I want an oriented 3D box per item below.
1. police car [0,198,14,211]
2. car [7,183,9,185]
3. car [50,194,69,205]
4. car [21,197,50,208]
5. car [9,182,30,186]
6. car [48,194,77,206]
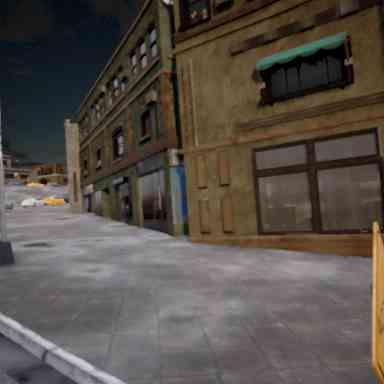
[{"bbox_3d":[-23.521,1.555,40.649,1.930,1.638,5.238,-4,1,-7],"label":"police car"},{"bbox_3d":[-47.063,-1.788,78.754,2.231,1.521,4.892,-6,-3,33],"label":"car"},{"bbox_3d":[-23.284,1.501,55.780,1.882,1.535,5.008,-5,0,9],"label":"car"},{"bbox_3d":[-23.842,1.603,50.080,1.812,1.442,4.674,-4,0,3],"label":"car"},{"bbox_3d":[-44.094,-1.726,83.440,2.002,1.452,4.674,-6,-4,32],"label":"car"},{"bbox_3d":[-25.609,1.515,65.888,2.150,2.045,5.566,-5,-1,18],"label":"car"}]
